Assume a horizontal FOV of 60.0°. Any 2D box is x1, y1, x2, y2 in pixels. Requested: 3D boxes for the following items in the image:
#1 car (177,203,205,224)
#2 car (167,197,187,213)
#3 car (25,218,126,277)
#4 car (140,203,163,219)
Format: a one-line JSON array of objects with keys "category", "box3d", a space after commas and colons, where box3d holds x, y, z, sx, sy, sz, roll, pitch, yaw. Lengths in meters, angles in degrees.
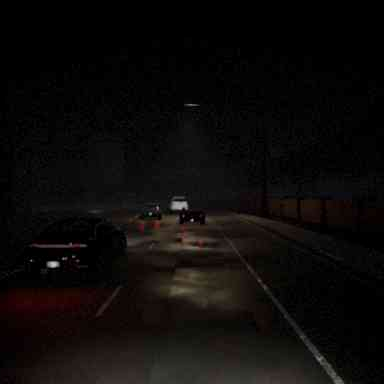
[{"category": "car", "box3d": [-0.044, 1.808, 26.603, 1.895, 1.301, 4.718, 0, 0, -2]}, {"category": "car", "box3d": [-1.934, 1.688, 43.444, 2.150, 2.045, 5.566, 0, -1, -10]}, {"category": "car", "box3d": [-3.395, 1.573, 10.562, 2.128, 1.511, 4.902, 0, 0, 0]}, {"category": "car", "box3d": [-3.900, 1.778, 32.100, 1.812, 1.442, 4.674, 0, -1, -4]}]
